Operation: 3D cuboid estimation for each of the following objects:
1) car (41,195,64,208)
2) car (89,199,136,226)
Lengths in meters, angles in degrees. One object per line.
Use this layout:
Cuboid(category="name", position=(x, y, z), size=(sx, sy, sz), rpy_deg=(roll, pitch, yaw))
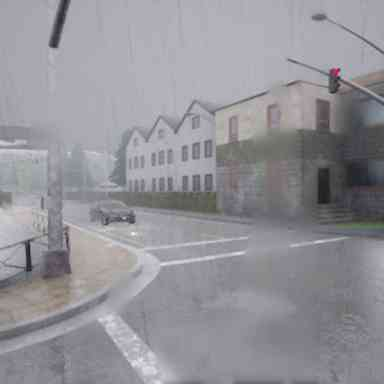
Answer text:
Cuboid(category="car", position=(-16.951, 1.088, 40.316), size=(2.097, 1.767, 4.553), rpy_deg=(-1, 1, -31))
Cuboid(category="car", position=(-5.130, 1.245, 21.030), size=(1.837, 1.490, 4.892), rpy_deg=(-1, 1, -32))
